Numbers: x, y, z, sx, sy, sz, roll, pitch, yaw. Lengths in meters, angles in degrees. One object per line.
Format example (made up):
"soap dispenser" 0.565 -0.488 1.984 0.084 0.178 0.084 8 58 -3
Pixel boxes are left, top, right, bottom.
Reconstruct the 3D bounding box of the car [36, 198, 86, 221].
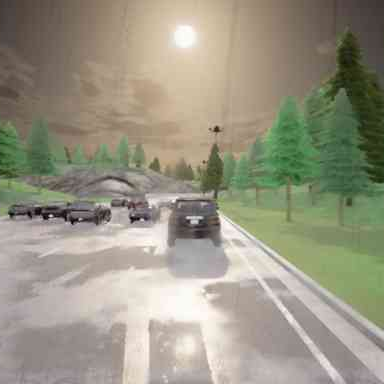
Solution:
"car" -10.408 1.501 26.993 1.837 1.490 4.892 0 0 0

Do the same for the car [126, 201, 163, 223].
"car" -3.408 1.598 25.004 1.895 1.301 4.718 0 0 0

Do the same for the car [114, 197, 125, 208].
"car" -10.415 1.486 48.111 2.128 1.511 4.902 0 0 0

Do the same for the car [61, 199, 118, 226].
"car" -6.908 1.489 23.043 2.128 1.511 4.902 0 0 0

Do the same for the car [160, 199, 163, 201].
"car" -3.413 1.596 44.413 1.895 1.301 4.718 0 0 0

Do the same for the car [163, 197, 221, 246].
"car" 0.094 1.221 15.315 2.150 2.045 5.566 0 0 0

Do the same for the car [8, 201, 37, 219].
"car" -13.997 1.488 28.930 2.128 1.511 4.902 0 0 0

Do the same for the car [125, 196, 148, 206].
"car" -6.913 1.347 43.282 2.097 1.767 4.553 0 0 0

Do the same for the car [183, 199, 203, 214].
"car" 0.091 1.543 37.025 2.033 1.411 5.357 0 0 0
